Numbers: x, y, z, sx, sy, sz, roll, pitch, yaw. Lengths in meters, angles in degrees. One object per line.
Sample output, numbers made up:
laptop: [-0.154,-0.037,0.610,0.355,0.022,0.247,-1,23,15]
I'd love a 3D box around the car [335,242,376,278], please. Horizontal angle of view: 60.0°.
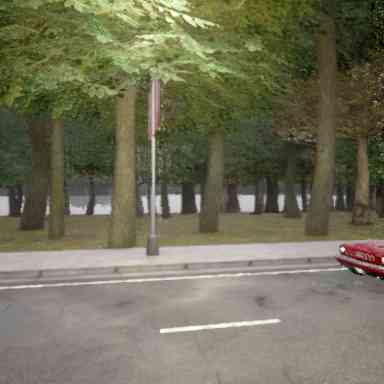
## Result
car: [6.267,1.612,8.610,4.718,1.301,1.895,0,0,-12]

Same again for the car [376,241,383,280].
car: [6.177,1.225,5.271,5.566,2.045,2.150,0,0,-12]
